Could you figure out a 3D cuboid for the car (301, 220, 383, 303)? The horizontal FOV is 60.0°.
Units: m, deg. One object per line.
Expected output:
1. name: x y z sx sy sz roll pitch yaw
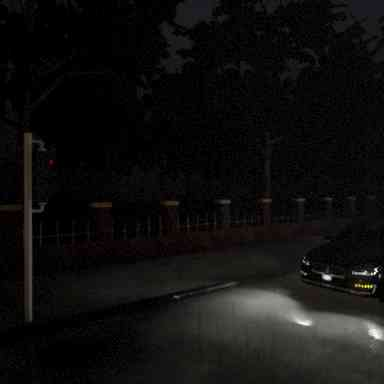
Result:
1. car: 4.657 1.490 8.194 4.892 1.490 1.837 0 0 -37
